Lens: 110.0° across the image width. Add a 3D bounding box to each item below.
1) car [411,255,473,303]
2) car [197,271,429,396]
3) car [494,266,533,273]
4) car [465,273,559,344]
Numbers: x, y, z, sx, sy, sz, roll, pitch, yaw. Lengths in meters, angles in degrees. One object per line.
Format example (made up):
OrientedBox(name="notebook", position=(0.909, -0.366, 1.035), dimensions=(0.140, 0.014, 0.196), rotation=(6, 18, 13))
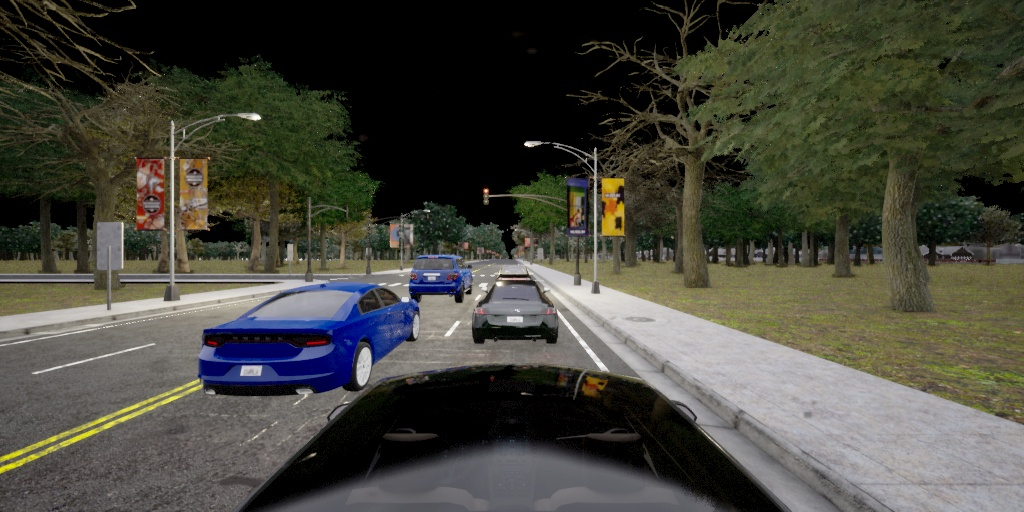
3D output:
OrientedBox(name="car", position=(-3.152, 0.973, 16.768), dimensions=(2.150, 2.045, 5.566), rotation=(0, 0, 0))
OrientedBox(name="car", position=(-3.150, 1.228, 6.782), dimensions=(1.882, 1.535, 5.008), rotation=(0, 0, 0))
OrientedBox(name="car", position=(0.098, 1.243, 18.510), dimensions=(2.128, 1.511, 4.902), rotation=(0, 0, 0))
OrientedBox(name="car", position=(0.093, 1.314, 9.608), dimensions=(1.994, 1.385, 4.181), rotation=(0, 0, 1))
